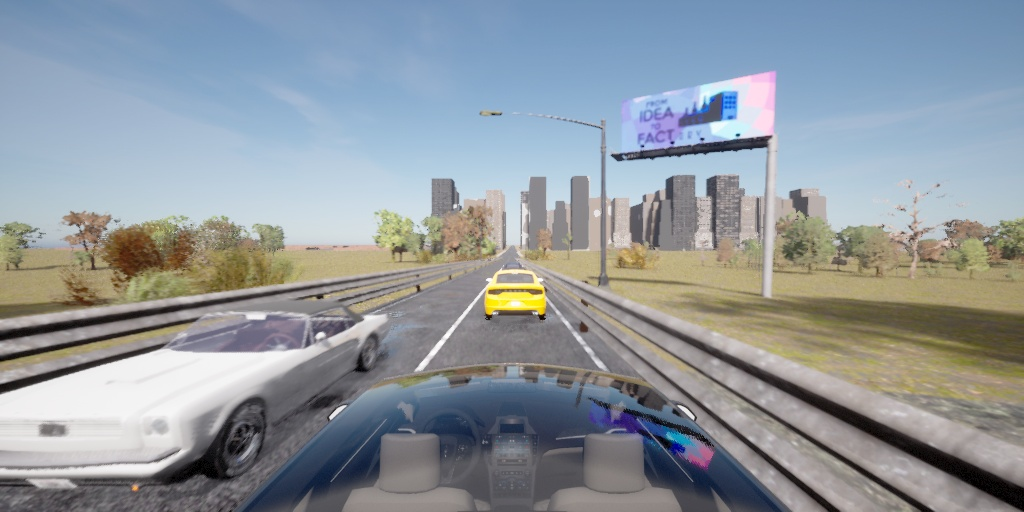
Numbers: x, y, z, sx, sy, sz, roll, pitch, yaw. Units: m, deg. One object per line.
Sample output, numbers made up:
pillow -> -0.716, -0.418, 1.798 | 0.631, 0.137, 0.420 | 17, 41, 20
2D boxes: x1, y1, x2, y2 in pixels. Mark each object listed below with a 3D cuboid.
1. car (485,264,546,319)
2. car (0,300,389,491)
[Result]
car -> 0.100, 1.224, 12.802 | 1.882, 1.535, 5.008 | 0, 0, 0
car -> -3.347, 1.350, 4.820 | 1.895, 1.301, 4.718 | 0, 0, 0
